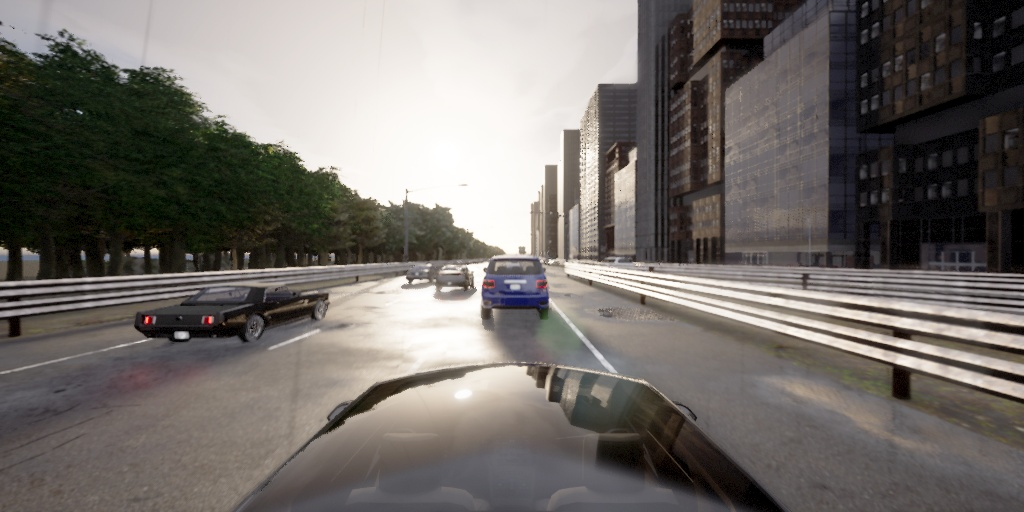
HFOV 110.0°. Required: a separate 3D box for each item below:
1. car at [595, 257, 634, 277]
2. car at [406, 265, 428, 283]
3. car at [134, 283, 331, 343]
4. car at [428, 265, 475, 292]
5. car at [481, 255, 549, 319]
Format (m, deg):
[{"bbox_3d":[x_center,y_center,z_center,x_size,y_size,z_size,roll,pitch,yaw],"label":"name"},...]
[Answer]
[{"bbox_3d":[10.856,1.168,38.507,2.150,2.045,5.566,0,0,-14],"label":"car"},{"bbox_3d":[-6.903,1.387,28.597,2.033,1.411,5.357,0,0,0],"label":"car"},{"bbox_3d":[-6.901,1.376,9.722,1.895,1.301,4.718,0,0,0],"label":"car"},{"bbox_3d":[-3.404,1.308,22.007,2.128,1.511,4.902,0,0,0],"label":"car"},{"bbox_3d":[0.098,1.007,13.152,2.150,2.045,5.566,0,0,0],"label":"car"}]
